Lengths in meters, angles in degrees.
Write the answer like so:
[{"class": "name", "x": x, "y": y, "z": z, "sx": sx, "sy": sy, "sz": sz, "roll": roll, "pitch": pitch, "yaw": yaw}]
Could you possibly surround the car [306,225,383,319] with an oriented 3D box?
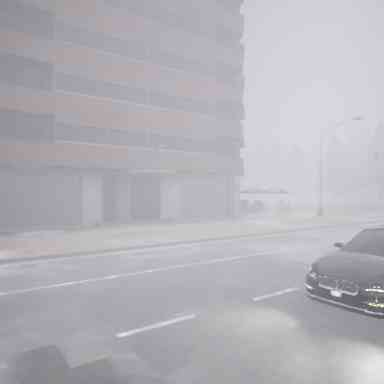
[{"class": "car", "x": 4.467, "y": 1.504, "z": 7.157, "sx": 4.892, "sy": 1.490, "sz": 1.837, "roll": 0, "pitch": 0, "yaw": -35}]
